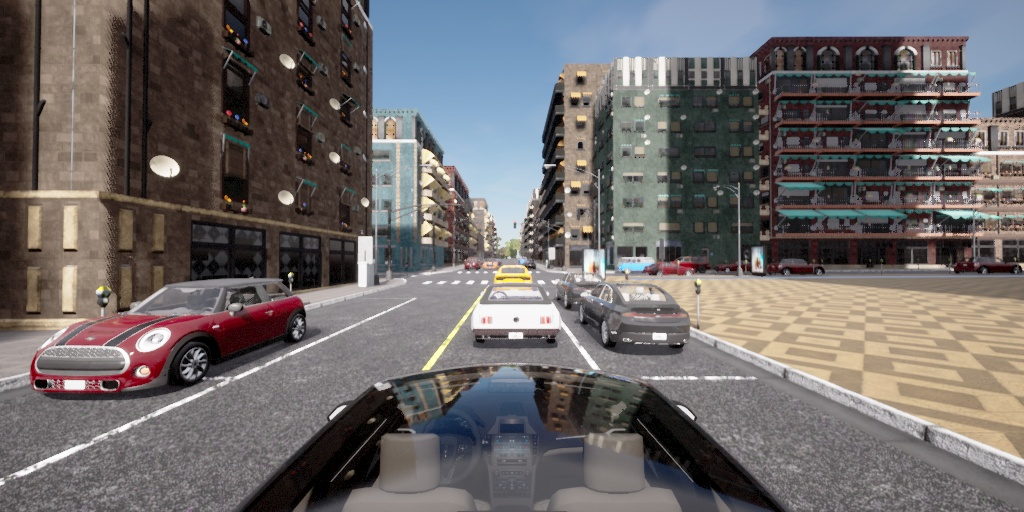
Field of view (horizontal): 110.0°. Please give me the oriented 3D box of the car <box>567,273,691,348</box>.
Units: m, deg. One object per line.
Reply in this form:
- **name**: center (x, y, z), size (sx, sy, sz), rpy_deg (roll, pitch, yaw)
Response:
- **car**: center (2.805, 1.301, 9.020), size (2.007, 1.370, 4.403), rpy_deg (0, 0, 0)

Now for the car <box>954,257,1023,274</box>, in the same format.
- **car**: center (41.281, 0.807, 31.102), size (4.097, 1.591, 1.967), rpy_deg (0, 0, 0)

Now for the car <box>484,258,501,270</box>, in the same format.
- **car**: center (-3.200, 1.114, 53.487), size (2.097, 1.767, 4.553), rpy_deg (0, 0, 0)

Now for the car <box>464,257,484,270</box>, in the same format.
- **car**: center (-5.800, 1.076, 52.804), size (2.192, 1.841, 5.009), rpy_deg (0, 0, 0)

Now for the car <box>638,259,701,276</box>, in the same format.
- **car**: center (13.644, 1.158, 31.241), size (4.207, 1.307, 1.802), rpy_deg (0, 0, 0)

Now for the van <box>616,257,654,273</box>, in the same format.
- **van**: center (13.688, 1.040, 39.621), size (3.998, 1.789, 1.690), rpy_deg (0, 0, 0)

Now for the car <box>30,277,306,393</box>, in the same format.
- **car**: center (-5.830, 1.190, 6.766), size (1.967, 1.591, 4.097), rpy_deg (0, 0, 0)

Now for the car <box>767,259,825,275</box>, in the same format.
- **car**: center (24.699, 0.931, 31.185), size (4.097, 1.591, 1.967), rpy_deg (0, 0, 0)

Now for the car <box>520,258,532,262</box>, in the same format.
- **car**: center (2.580, 1.327, 52.783), size (1.948, 1.339, 4.313), rpy_deg (0, 0, 0)

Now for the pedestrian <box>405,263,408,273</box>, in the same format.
- **pedestrian**: center (-12.618, 1.092, 42.714), size (0.375, 1.860, 0.375), rpy_deg (0, 0, 0)

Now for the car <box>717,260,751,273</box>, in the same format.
- **car**: center (24.743, 1.160, 39.565), size (4.507, 1.381, 1.888), rpy_deg (0, 0, 0)

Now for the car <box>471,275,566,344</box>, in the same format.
- **car**: center (0.082, 1.352, 9.603), size (1.895, 1.301, 4.718), rpy_deg (0, 0, 0)

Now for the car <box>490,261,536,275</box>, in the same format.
- **car**: center (0.055, 1.231, 19.056), size (1.882, 1.535, 5.008), rpy_deg (0, 0, 0)

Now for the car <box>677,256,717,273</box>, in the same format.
- **car**: center (19.216, 0.972, 39.593), size (5.009, 1.841, 2.192), rpy_deg (0, 0, 0)

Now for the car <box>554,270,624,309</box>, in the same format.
- **car**: center (2.793, 1.302, 14.590), size (2.007, 1.370, 4.403), rpy_deg (0, 0, 0)
